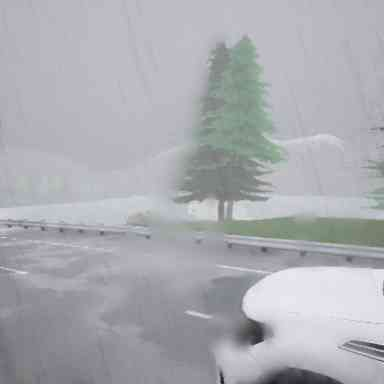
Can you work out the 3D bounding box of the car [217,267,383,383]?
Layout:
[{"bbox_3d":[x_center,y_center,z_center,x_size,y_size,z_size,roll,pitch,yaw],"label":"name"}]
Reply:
[{"bbox_3d":[2.889,1.186,2.143,5.566,2.045,2.150,0,0,35],"label":"car"}]
